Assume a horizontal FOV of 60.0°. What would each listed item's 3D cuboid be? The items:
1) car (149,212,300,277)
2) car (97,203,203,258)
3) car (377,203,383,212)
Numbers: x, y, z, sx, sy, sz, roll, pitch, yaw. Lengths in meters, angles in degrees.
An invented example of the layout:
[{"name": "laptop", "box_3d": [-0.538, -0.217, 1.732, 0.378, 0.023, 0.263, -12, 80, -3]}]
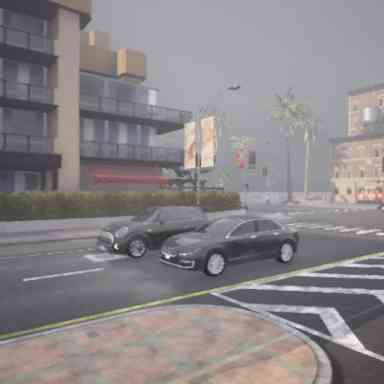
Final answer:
[{"name": "car", "box_3d": [1.332, 1.505, 10.386, 4.892, 1.490, 1.837, 0, 0, -35]}, {"name": "car", "box_3d": [-1.265, 1.351, 12.833, 4.553, 1.767, 2.097, 0, 0, -35]}, {"name": "car", "box_3d": [23.095, 1.488, 36.754, 2.128, 1.511, 4.902, 0, 0, -29]}]
